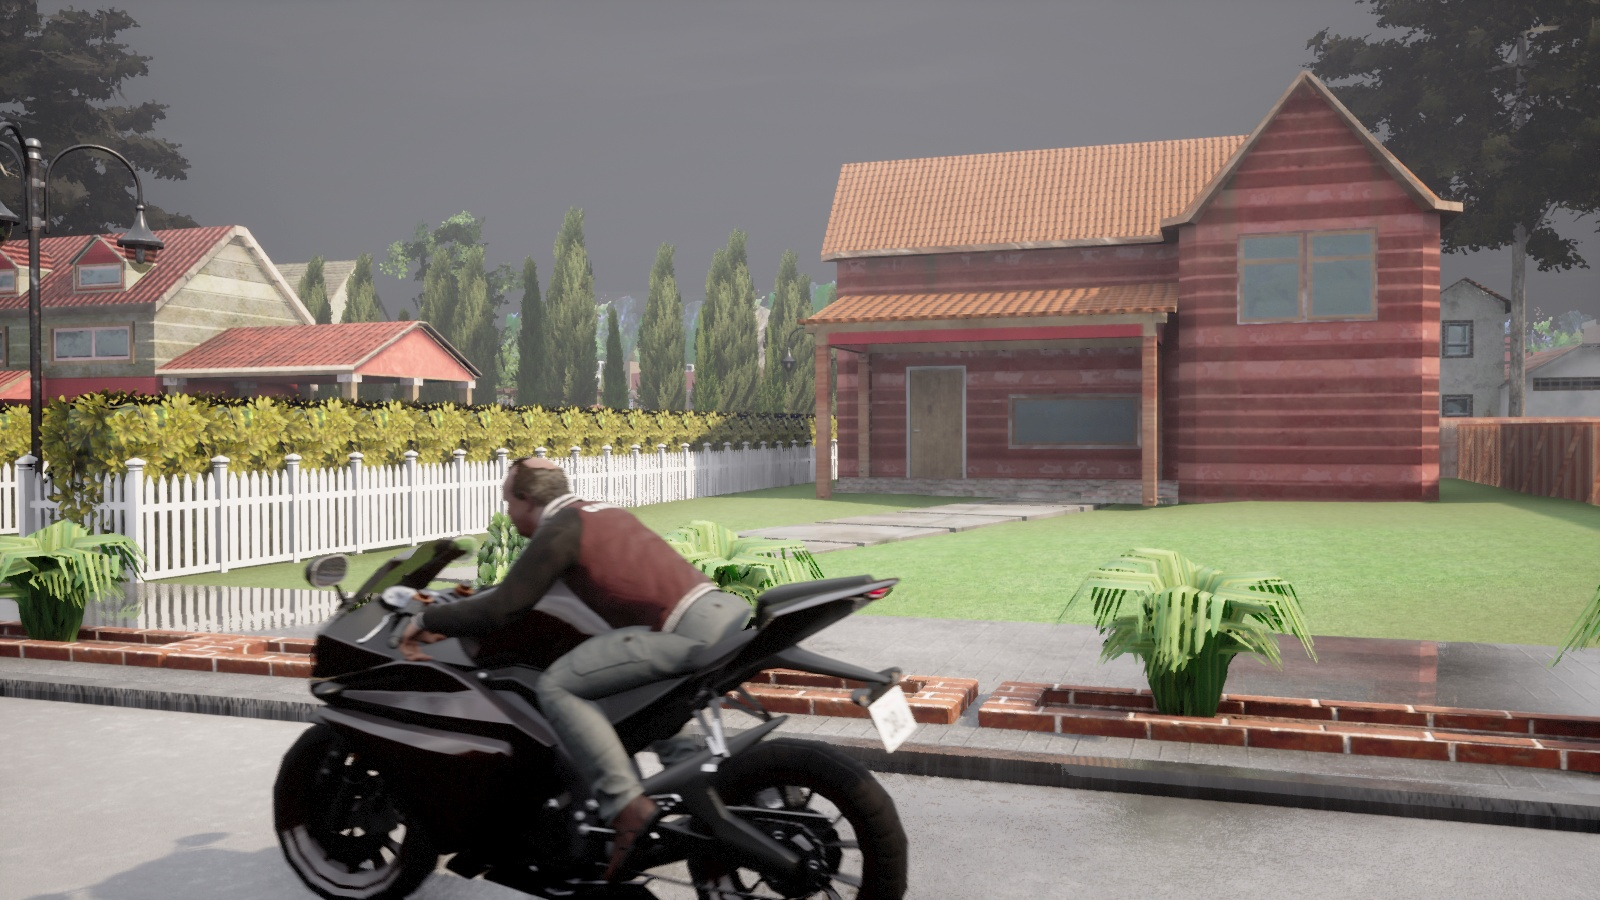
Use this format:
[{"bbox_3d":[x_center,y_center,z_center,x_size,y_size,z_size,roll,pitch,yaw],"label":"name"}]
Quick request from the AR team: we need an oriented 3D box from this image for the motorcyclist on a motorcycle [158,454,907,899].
[{"bbox_3d":[-0.833,0.794,4.000,2.191,1.530,0.866,1,1,19],"label":"motorcyclist on a motorcycle"}]
